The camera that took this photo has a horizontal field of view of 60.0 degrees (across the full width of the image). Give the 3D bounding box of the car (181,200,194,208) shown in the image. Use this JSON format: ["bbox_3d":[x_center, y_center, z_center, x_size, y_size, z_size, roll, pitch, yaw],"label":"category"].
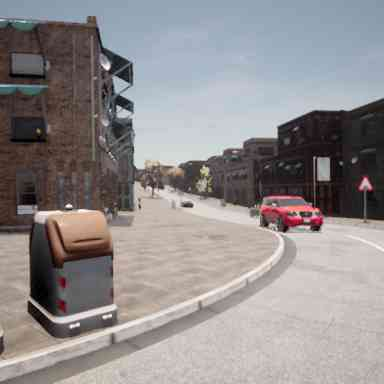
[{"bbox_3d":[-0.845,2.210,61.165,1.895,1.301,4.718,-1,2,-9],"label":"car"}]

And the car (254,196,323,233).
[{"bbox_3d":[5.767,1.247,20.145,2.150,2.045,5.566,-1,-2,-5],"label":"car"}]

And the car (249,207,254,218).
[{"bbox_3d":[7.096,1.852,32.862,2.128,1.511,4.902,-1,-2,-9],"label":"car"}]
